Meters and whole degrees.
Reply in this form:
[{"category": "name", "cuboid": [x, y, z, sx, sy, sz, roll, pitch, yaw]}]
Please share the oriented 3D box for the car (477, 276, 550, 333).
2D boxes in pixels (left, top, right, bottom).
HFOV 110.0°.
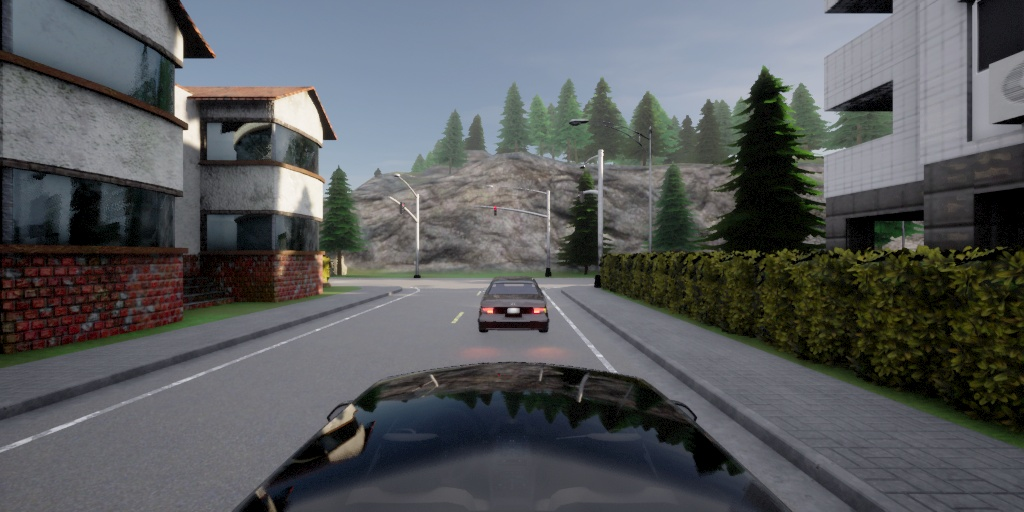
[{"category": "car", "cuboid": [0.052, 1.297, 10.728, 2.033, 1.411, 5.357, 0, 0, 0]}]
